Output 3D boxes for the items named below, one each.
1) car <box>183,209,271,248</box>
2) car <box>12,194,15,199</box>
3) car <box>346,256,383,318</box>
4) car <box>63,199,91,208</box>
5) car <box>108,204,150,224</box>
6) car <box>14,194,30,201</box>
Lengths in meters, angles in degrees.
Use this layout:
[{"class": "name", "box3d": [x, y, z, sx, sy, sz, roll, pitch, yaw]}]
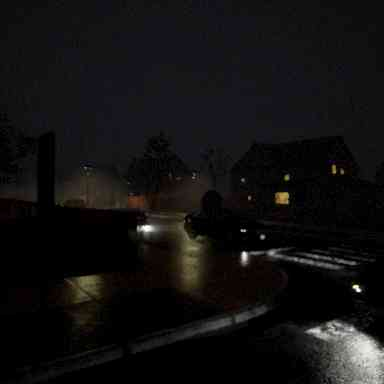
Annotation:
[{"class": "car", "box3d": [1.472, 1.545, 15.439, 2.128, 1.511, 4.902, 0, 0, -34]}, {"class": "car", "box3d": [-44.252, 1.218, 83.925, 1.812, 1.442, 4.674, 0, 0, -36]}, {"class": "car", "box3d": [5.391, 1.635, 6.802, 5.357, 1.411, 2.033, 1, 0, -36]}, {"class": "car", "box3d": [-11.827, 1.477, 34.003, 1.812, 1.442, 4.674, 0, 0, -36]}, {"class": "car", "box3d": [-4.765, 1.567, 24.158, 1.994, 1.385, 4.181, 0, 0, -36]}, {"class": "car", "box3d": [-38.165, 1.375, 75.466, 2.033, 1.411, 5.357, 0, 0, -36]}]
